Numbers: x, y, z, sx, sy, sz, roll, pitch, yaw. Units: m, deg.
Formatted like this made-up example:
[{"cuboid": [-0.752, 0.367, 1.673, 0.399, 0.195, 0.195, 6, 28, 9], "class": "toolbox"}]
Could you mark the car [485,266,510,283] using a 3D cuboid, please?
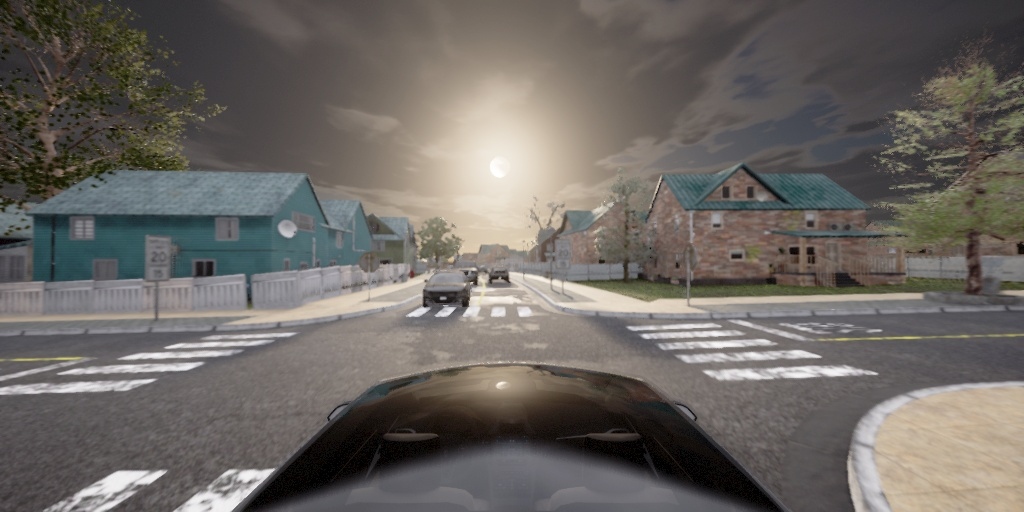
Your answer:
[{"cuboid": [-1.287, 1.717, 33.847, 1.837, 1.490, 4.892, 0, -1, -6], "class": "car"}]

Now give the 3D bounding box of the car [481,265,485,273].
[{"cuboid": [-5.046, 2.171, 58.400, 1.812, 1.442, 4.674, 0, -1, -11], "class": "car"}]

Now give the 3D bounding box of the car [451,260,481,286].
[{"cuboid": [-3.918, 1.388, 30.367, 2.150, 2.045, 5.566, 0, -1, -5], "class": "car"}]

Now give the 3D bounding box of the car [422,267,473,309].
[{"cuboid": [-2.922, 1.433, 16.556, 1.882, 1.535, 5.008, 0, -1, -5], "class": "car"}]
